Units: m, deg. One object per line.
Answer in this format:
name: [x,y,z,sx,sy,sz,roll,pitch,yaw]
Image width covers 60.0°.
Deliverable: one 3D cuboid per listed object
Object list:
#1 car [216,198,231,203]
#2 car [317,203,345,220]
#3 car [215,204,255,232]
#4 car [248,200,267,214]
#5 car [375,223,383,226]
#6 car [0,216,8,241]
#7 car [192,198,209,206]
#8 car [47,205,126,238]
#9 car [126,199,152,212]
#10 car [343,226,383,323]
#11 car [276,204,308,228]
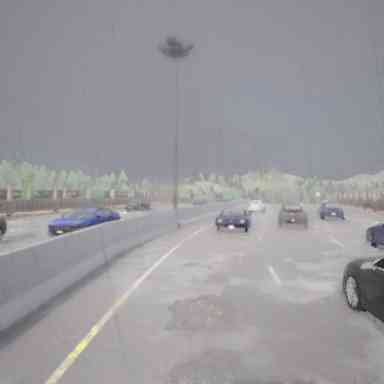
car: [5.587,1.731,57.552,2.033,1.411,5.357,0,0,17]
car: [12.403,1.668,29.886,1.812,1.442,4.674,0,0,16]
car: [2.702,1.671,20.719,1.895,1.301,4.718,0,0,13]
car: [7.382,1.665,37.839,1.812,1.442,4.674,0,0,16]
car: [8.211,1.600,12.436,1.812,1.442,4.674,0,0,8]
car: [-9.528,1.480,13.156,2.128,1.511,4.902,0,0,8]
car: [1.490,1.724,55.960,1.994,1.385,4.181,0,0,16]
car: [-5.369,1.498,17.083,1.882,1.535,5.008,0,0,10]
car: [-6.533,1.584,40.805,1.837,1.490,4.892,0,0,16]
car: [3.887,1.538,4.869,1.837,1.490,4.892,0,0,3]
car: [6.935,1.589,23.115,2.128,1.511,4.902,0,0,14]
